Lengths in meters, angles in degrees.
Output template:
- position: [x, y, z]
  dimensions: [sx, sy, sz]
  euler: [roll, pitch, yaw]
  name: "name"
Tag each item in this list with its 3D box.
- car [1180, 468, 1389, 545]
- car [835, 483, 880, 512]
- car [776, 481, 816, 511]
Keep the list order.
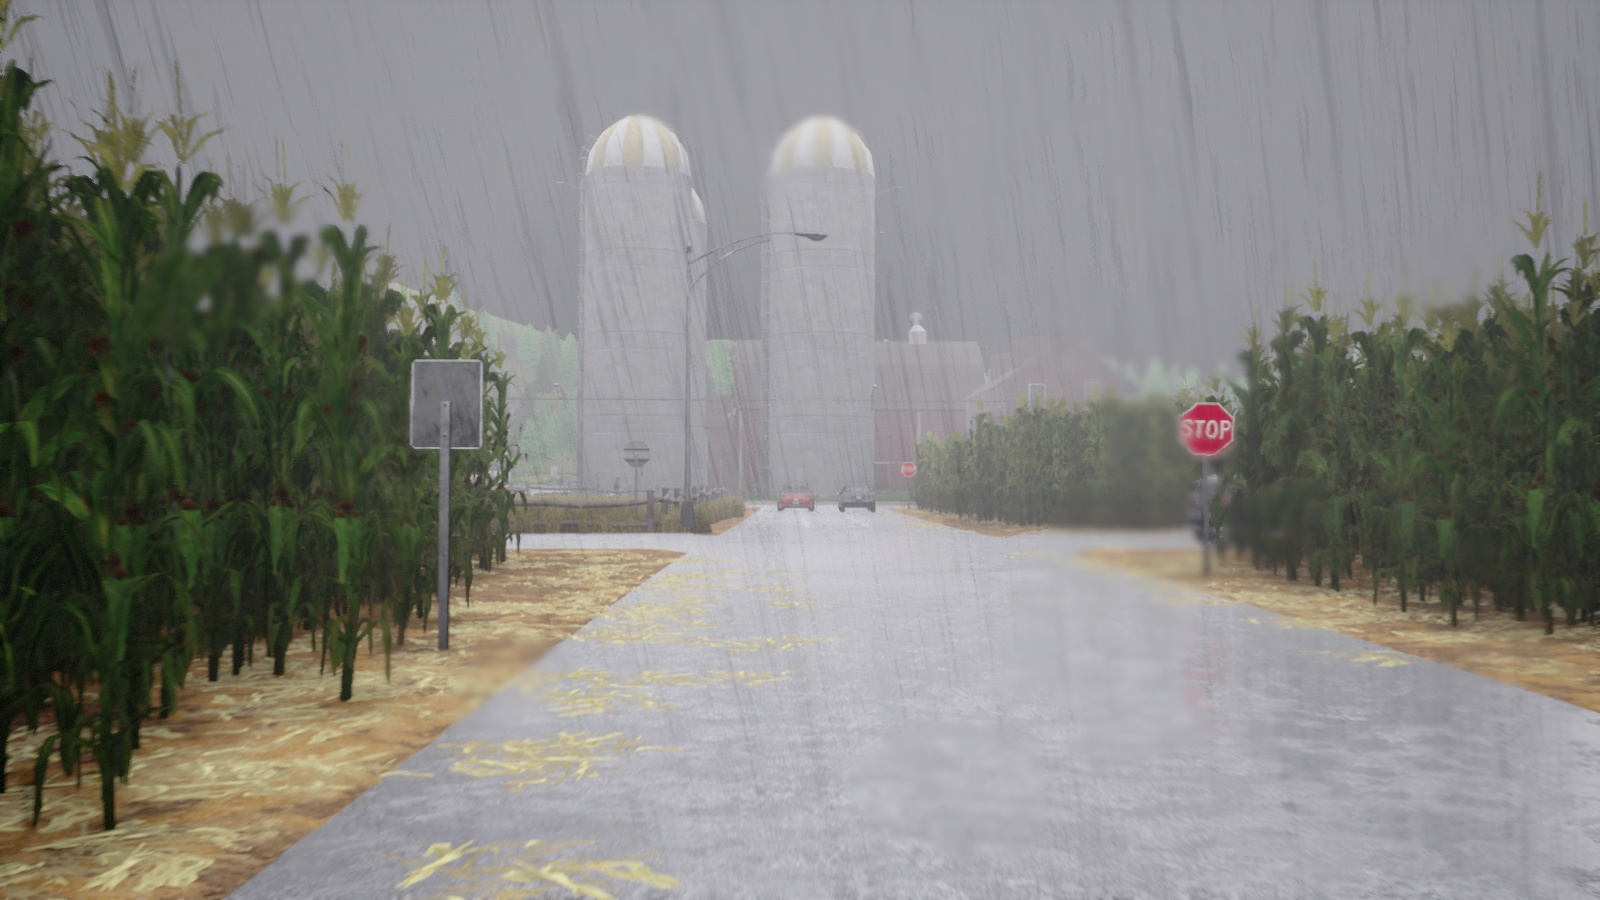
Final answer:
- position: [10.173, 1.160, 26.483]
  dimensions: [3.705, 1.549, 1.789]
  euler: [0, -2, -11]
  name: "car"
- position: [2.943, 2.451, 65.314]
  dimensions: [2.033, 1.411, 5.357]
  euler: [0, -1, 0]
  name: "car"
- position: [-0.181, 2.375, 65.825]
  dimensions: [2.007, 1.525, 4.514]
  euler: [0, -1, 0]
  name: "car"
